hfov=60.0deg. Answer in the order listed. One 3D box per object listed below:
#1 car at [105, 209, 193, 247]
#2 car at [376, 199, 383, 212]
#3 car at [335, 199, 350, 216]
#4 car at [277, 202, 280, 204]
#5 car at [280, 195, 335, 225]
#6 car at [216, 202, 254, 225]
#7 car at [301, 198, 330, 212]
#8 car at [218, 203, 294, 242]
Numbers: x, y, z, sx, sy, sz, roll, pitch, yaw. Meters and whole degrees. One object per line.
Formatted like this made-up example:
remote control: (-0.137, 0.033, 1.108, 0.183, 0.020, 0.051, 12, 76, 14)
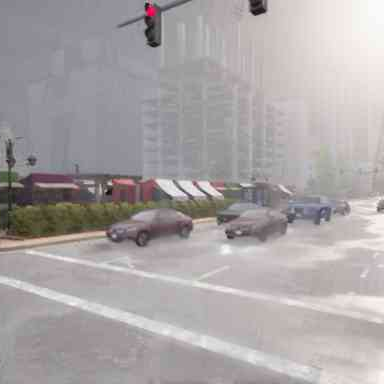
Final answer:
car: (-1.774, 1.513, 15.335, 1.812, 1.442, 4.674, 0, 0, 36)
car: (22.436, 1.543, 38.306, 2.033, 1.411, 5.357, 0, 0, 34)
car: (14.313, 1.482, 32.859, 2.128, 1.511, 4.902, 0, 0, 34)
car: (9.011, 1.478, 31.277, 2.128, 1.511, 4.902, 0, 0, 34)
car: (8.665, 1.213, 24.528, 2.150, 2.045, 5.566, 0, 0, 34)
car: (3.457, 1.465, 23.072, 1.882, 1.535, 5.008, 0, 0, 34)
car: (14.838, 1.478, 39.837, 2.128, 1.511, 4.902, 0, 0, 34)
car: (3.343, 1.517, 16.617, 1.812, 1.442, 4.674, 0, 0, 34)
